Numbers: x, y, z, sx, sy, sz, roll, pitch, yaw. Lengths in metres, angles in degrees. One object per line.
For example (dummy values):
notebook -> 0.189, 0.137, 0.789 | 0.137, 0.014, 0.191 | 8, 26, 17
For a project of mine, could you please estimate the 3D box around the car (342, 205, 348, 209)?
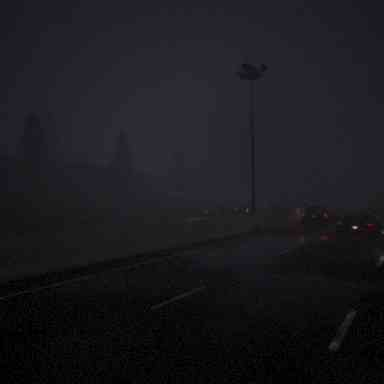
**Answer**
car -> 17.536, 2.232, 39.547 | 1.812, 1.442, 4.674 | -1, -2, 26

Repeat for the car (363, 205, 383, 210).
car -> 18.895, 2.054, 34.379 | 1.882, 1.535, 5.008 | -1, -2, 28

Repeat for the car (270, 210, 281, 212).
car -> 9.636, 2.277, 39.267 | 2.128, 1.511, 4.902 | -1, -2, 28

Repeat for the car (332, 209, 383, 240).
car -> 9.872, 1.904, 19.538 | 1.994, 1.385, 4.181 | -1, -2, 34

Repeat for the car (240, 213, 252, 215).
car -> 6.730, 2.208, 41.237 | 2.097, 1.767, 4.553 | -1, -1, 28

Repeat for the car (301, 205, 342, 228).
car -> 10.212, 1.842, 26.459 | 2.097, 1.767, 4.553 | -1, -2, 33
